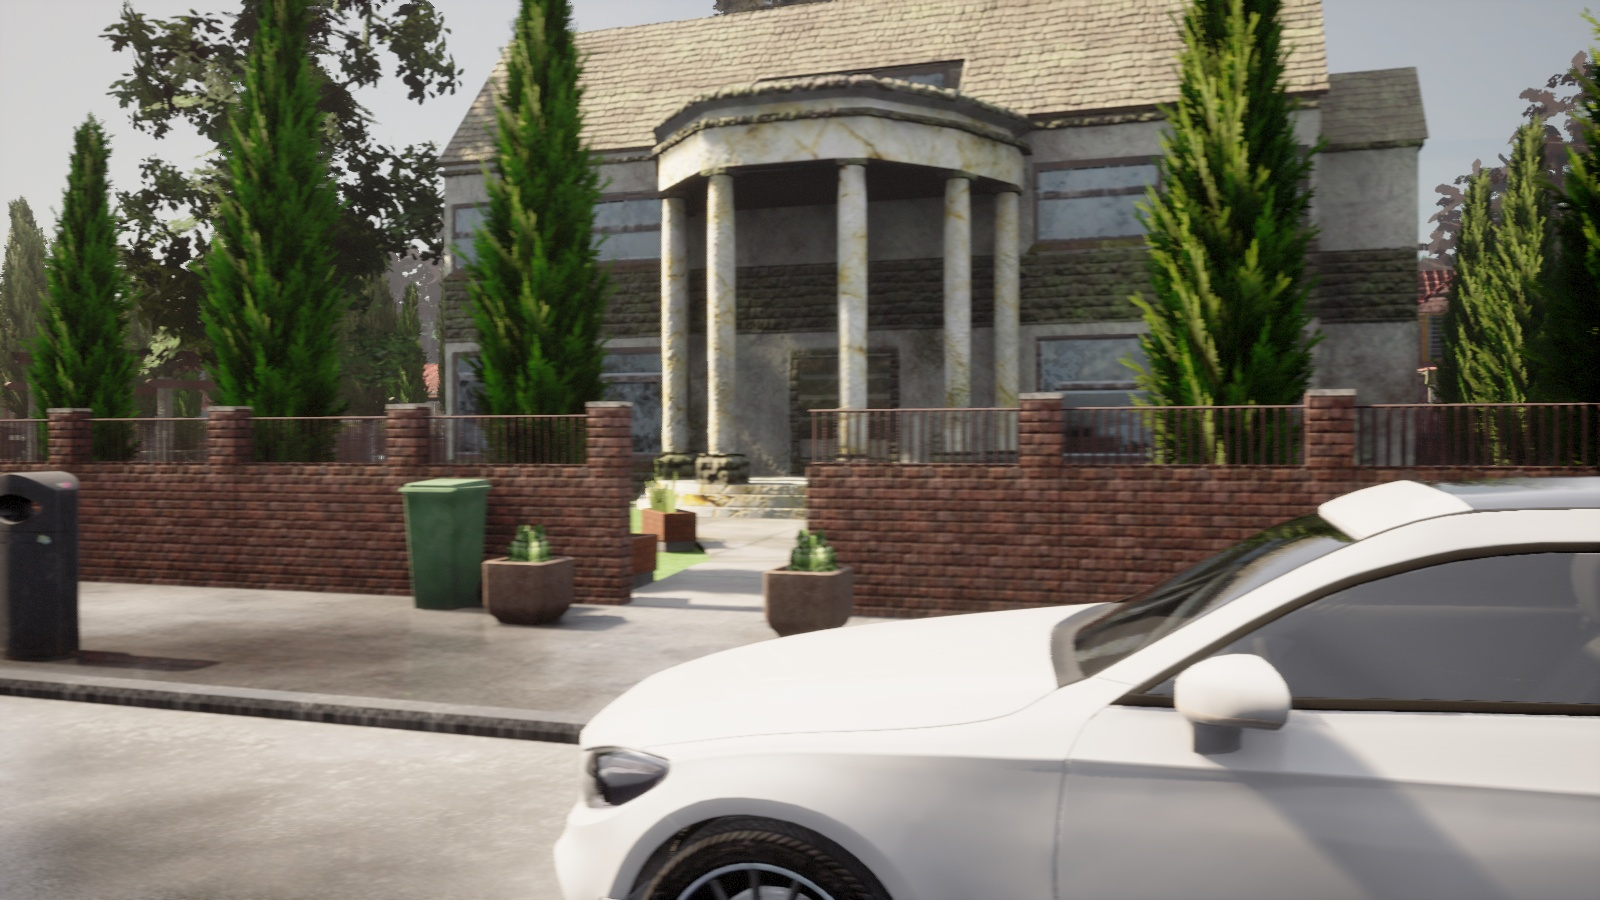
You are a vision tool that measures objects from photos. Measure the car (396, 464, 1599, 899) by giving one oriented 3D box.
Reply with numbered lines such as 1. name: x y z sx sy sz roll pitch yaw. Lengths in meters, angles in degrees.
1. car: 1.508 0.807 3.214 4.674 1.442 1.812 1 1 19
